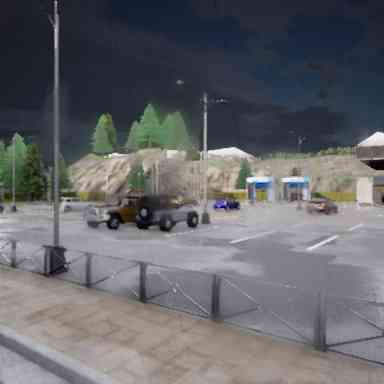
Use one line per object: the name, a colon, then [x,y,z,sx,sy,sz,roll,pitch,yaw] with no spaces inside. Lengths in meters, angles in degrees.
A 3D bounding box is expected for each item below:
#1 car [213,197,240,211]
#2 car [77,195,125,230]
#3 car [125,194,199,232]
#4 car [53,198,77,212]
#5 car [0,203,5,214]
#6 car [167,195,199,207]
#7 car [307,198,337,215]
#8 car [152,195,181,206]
car: [3.869,1.290,36.490,1.845,1.501,3.633,0,0,35]
car: [-3.965,1.078,19.292,1.932,1.855,4.605,0,0,35]
car: [-1.360,1.064,17.940,1.905,1.878,3.866,0,0,35]
car: [-12.278,1.327,34.507,1.970,1.475,3.806,0,0,35]
car: [-19.014,1.310,30.197,1.845,1.501,3.633,0,0,35]
car: [-1.318,1.272,49.617,2.152,1.636,5.027,0,0,35]
car: [11.979,1.293,30.652,2.007,1.523,4.514,0,0,35]
car: [-3.902,1.274,51.396,2.007,1.523,4.514,0,0,35]
